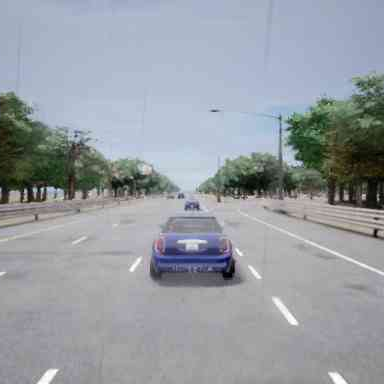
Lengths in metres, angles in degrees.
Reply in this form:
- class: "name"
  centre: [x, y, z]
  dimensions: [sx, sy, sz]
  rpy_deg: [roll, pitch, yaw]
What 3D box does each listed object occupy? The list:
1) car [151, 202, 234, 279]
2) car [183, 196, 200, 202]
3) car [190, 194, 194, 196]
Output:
- class: "car"
  centre: [0.007, 1.354, 10.211]
  dimensions: [2.097, 1.767, 4.553]
  rpy_deg: [0, 0, 0]
- class: "car"
  centre: [0.018, 1.534, 41.803]
  dimensions: [1.812, 1.442, 4.674]
  rpy_deg: [0, 0, 0]
- class: "car"
  centre: [0.031, 1.610, 71.008]
  dimensions: [1.895, 1.301, 4.718]
  rpy_deg: [0, 0, 0]
